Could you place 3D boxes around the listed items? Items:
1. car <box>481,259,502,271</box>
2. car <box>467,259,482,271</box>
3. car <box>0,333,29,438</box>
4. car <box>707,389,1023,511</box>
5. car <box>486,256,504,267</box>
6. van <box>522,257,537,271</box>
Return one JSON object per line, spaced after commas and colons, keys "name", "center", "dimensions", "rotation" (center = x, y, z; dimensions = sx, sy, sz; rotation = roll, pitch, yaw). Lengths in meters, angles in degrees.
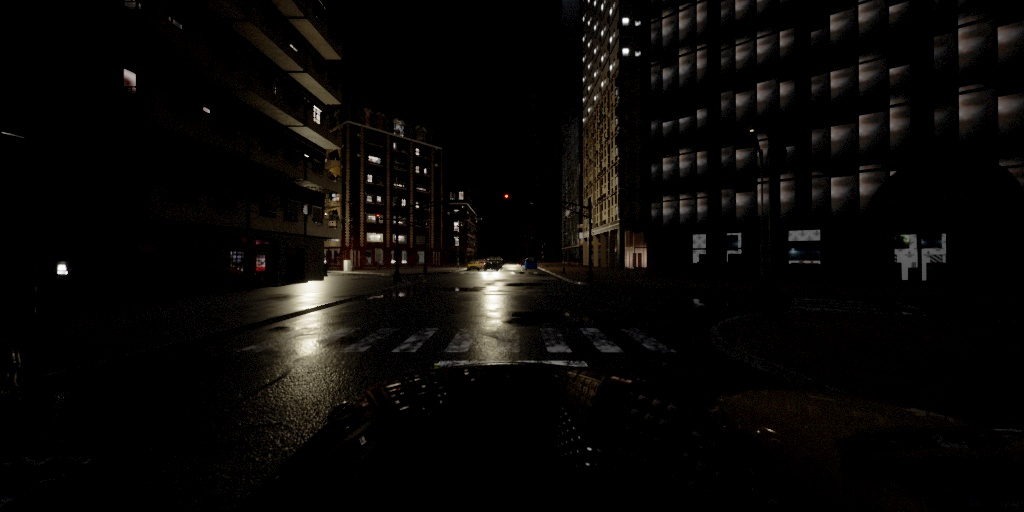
{"name": "car", "center": [-2.804, 1.394, 49.222], "dimensions": [1.895, 1.301, 4.718], "rotation": [0, 0, 0]}
{"name": "car", "center": [-5.271, 1.320, 49.898], "dimensions": [1.751, 1.417, 4.829], "rotation": [0, 0, 0]}
{"name": "car", "center": [-5.318, 1.064, 1.069], "dimensions": [2.192, 1.841, 5.009], "rotation": [0, 0, 0]}
{"name": "car", "center": [2.563, 1.275, 1.237], "dimensions": [1.751, 1.417, 4.829], "rotation": [0, 0, 0]}
{"name": "car", "center": [-2.784, 1.036, 59.146], "dimensions": [2.150, 2.045, 5.566], "rotation": [0, 0, 0]}
{"name": "van", "center": [2.609, 1.136, 50.060], "dimensions": [1.690, 1.789, 3.998], "rotation": [0, 0, 0]}
